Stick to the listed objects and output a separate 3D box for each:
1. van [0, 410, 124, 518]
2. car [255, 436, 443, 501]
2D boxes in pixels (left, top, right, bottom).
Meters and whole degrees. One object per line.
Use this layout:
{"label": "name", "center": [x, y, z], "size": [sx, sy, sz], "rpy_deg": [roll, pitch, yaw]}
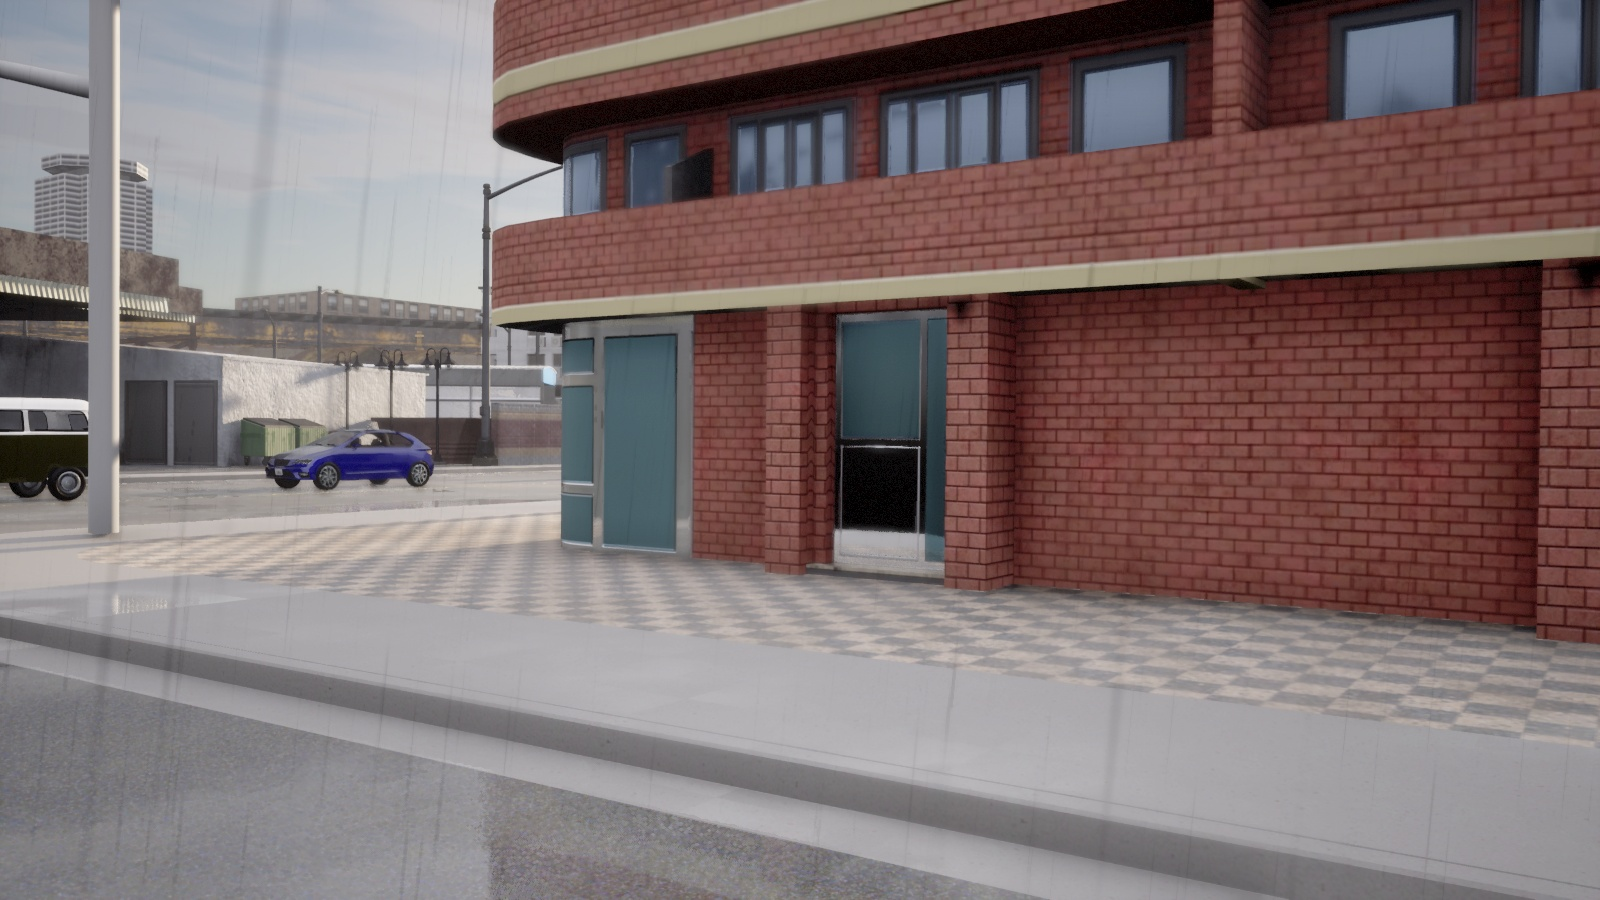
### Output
{"label": "van", "center": [-15.885, 0.267, 24.286], "size": [2.069, 2.038, 4.480], "rpy_deg": [0, 1, 32]}
{"label": "car", "center": [-11.221, 0.416, 31.509], "size": [1.816, 1.474, 4.193], "rpy_deg": [0, 1, 33]}
